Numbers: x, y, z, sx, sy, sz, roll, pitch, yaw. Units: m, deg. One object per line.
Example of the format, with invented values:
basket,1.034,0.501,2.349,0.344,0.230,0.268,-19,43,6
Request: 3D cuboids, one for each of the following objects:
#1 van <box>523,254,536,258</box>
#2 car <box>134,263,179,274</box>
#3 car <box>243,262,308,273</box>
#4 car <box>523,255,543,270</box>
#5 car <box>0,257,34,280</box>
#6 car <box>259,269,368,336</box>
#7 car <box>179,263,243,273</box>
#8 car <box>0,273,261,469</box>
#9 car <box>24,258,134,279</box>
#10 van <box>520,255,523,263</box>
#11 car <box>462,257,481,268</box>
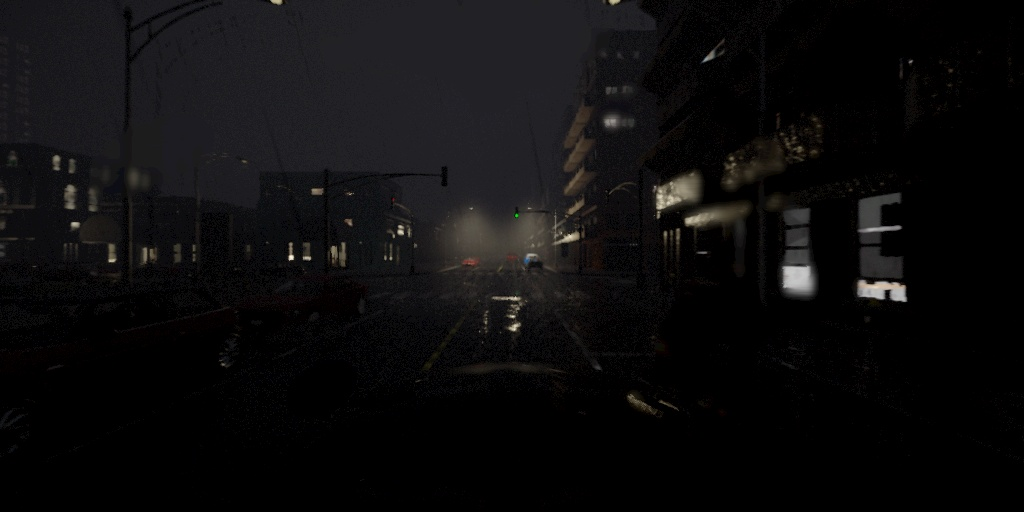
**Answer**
van,2.706,0.639,48.293,1.690,1.789,3.998,0,0,0
car,-30.666,1.260,30.664,4.207,1.307,1.802,0,0,1
car,-19.705,1.178,30.510,4.403,1.370,2.007,0,0,1
car,2.705,0.906,42.714,2.007,1.370,4.403,0,0,0
car,-42.899,1.049,30.791,5.009,1.841,2.192,0,0,1
car,-5.653,1.217,10.198,1.888,1.381,4.507,0,0,0
car,-25.186,1.219,30.587,4.313,1.339,1.948,0,0,1
car,-5.655,1.164,4.552,1.967,1.591,4.097,0,0,0
car,-26.366,1.053,21.964,4.097,1.591,1.967,0,0,1
van,2.710,0.525,59.456,1.690,1.789,3.998,0,0,0
car,-5.675,0.881,48.261,1.802,1.307,4.207,0,0,0
